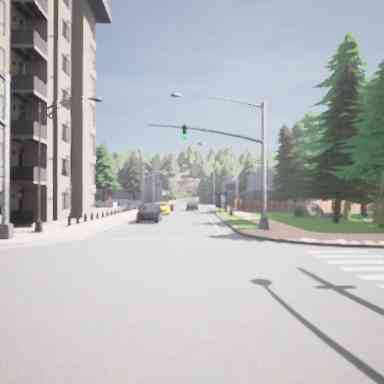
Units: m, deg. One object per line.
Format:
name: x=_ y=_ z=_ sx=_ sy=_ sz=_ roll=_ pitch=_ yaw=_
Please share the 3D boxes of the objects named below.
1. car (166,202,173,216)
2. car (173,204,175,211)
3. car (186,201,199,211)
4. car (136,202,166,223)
car: x=-3.583 y=1.921 z=38.673 sx=1.882 sy=1.535 sz=5.008 roll=0 pitch=-1 yaw=0
car: x=-3.550 y=2.159 z=48.772 sx=1.895 sy=1.301 sz=4.718 roll=0 pitch=-1 yaw=0
car: x=0.010 y=2.130 z=50.904 sx=2.033 sy=1.411 sz=5.357 roll=0 pitch=-1 yaw=0
car: x=-3.595 y=1.807 z=28.713 sx=1.882 sy=1.535 sz=5.008 roll=0 pitch=-1 yaw=0
